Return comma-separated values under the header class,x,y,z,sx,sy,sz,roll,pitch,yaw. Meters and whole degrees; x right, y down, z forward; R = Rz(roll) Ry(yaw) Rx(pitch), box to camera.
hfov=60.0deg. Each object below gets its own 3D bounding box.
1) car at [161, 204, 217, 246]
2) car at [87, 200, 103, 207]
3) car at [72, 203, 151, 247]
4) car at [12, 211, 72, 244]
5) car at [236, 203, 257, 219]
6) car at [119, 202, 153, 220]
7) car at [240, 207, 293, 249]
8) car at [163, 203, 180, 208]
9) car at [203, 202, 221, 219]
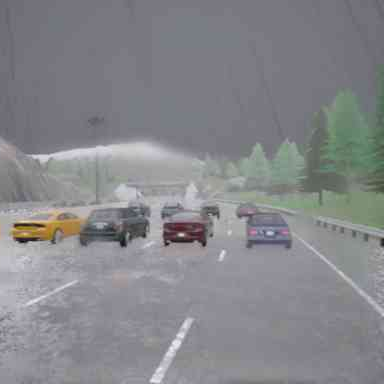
class,x,y,z,sx,sy,sz,roll,pitch,yaw
car,-0.065,1.601,16.056,1.882,1.535,5.008,-1,0,9
car,-19.637,2.285,67.702,2.033,1.411,5.357,-1,0,-4
car,-3.581,1.517,16.205,2.097,1.767,4.553,-1,-1,9
car,-6.983,1.693,17.121,1.882,1.535,5.008,-1,0,9
car,5.199,1.739,31.407,1.994,1.385,4.181,-1,0,4
car,-5.266,1.801,32.249,2.128,1.511,4.902,-1,0,4
car,3.326,1.621,15.044,2.033,1.411,5.357,-1,0,9
car,-1.778,1.757,31.968,2.128,1.511,4.902,-1,0,4
car,1.713,1.727,31.710,1.837,1.490,4.892,-1,0,4
